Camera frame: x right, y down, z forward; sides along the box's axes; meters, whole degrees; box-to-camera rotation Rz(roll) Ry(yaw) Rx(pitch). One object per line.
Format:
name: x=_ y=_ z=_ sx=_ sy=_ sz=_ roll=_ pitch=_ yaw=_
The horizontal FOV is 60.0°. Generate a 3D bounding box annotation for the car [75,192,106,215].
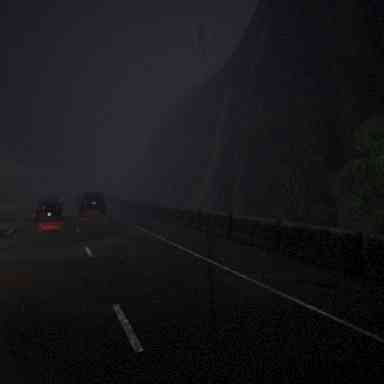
car: x=-9.436 y=1.032 z=31.154 sx=2.150 sy=2.045 sz=5.566 roll=0 pitch=0 yaw=-22

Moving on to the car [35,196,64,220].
car: x=-11.401 y=1.353 z=26.670 sx=1.837 sy=1.490 sz=4.892 roll=0 pitch=0 yaw=-22
